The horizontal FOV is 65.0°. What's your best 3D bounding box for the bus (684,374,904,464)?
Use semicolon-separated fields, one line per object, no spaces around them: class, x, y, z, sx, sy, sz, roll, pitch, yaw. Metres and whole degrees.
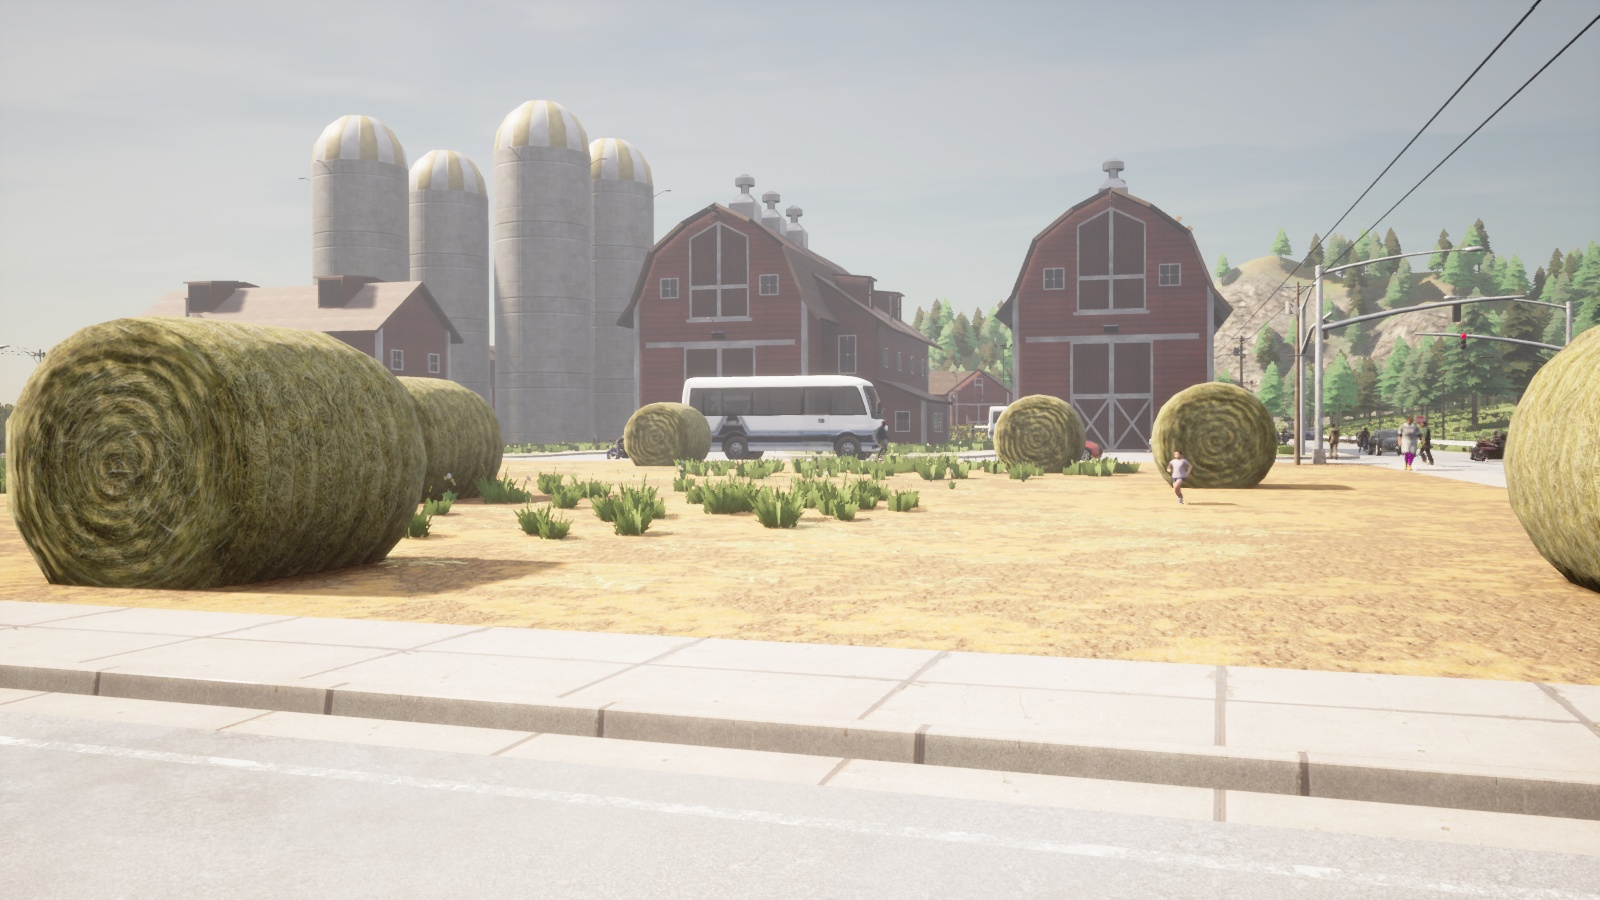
bus;-0.240;-1.542;62.431;10.273;4.253;3.944;0;1;15

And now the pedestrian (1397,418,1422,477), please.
pedestrian;20.499;-0.091;42.243;0.659;1.952;0.873;1;1;21

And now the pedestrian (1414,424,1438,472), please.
pedestrian;25.522;-0.093;51.204;0.788;1.949;0.423;1;1;34

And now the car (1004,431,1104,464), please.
car;11.986;-0.126;59.228;4.514;1.525;2.007;0;1;15

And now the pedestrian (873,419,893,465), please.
pedestrian;3.382;-0.329;51.369;0.726;1.835;0.370;1;1;24

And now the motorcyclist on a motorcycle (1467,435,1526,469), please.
motorcyclist on a motorcycle;31.934;0.086;57.591;2.191;1.530;0.866;0;1;15

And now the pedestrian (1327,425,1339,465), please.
pedestrian;26.199;-0.257;61.713;0.396;1.930;0.692;0;1;9

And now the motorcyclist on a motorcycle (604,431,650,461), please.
motorcyclist on a motorcycle;-8.915;-0.212;64.734;2.191;1.530;0.866;1;1;15

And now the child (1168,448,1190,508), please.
child;7.086;0.517;23.483;0.255;1.110;0.394;1;1;41

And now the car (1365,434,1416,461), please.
car;33.967;-0.165;72.361;1.837;1.490;4.892;0;1;16
